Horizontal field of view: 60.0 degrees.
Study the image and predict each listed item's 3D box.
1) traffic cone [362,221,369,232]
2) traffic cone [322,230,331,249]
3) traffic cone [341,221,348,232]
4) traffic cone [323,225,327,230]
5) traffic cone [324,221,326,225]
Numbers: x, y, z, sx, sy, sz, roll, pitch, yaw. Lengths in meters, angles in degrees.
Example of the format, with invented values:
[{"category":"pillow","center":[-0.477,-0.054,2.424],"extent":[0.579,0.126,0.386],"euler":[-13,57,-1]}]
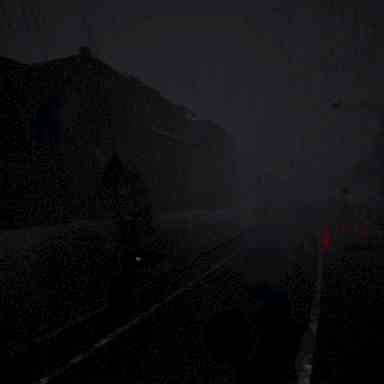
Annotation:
[{"category":"traffic cone","center":[9.257,1.833,17.796],"extent":[0.340,0.580,0.340],"euler":[-3,-2,21]},{"category":"traffic cone","center":[5.219,1.879,12.925],"extent":[0.340,0.580,0.340],"euler":[-3,-1,21]},{"category":"traffic cone","center":[8.328,1.881,18.158],"extent":[0.340,0.580,0.340],"euler":[-3,-2,21]},{"category":"traffic cone","center":[5.945,1.890,14.790],"extent":[0.340,0.580,0.340],"euler":[-3,-1,21]},{"category":"traffic cone","center":[6.671,1.907,16.655],"extent":[0.340,0.580,0.340],"euler":[-3,-2,21]}]
